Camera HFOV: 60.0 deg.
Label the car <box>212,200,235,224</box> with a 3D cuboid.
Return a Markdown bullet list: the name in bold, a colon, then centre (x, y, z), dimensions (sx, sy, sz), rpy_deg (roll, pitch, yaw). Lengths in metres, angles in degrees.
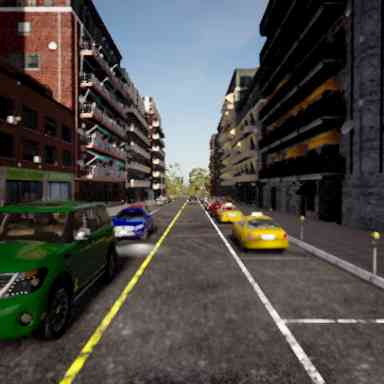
- **car**: centre (2.756, 1.558, 25.015), dimensions (1.752, 1.417, 4.829), rpy_deg (-1, 0, 0)

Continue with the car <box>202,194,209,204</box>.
- **car**: centre (2.808, 1.499, 46.942), dimensions (1.967, 1.590, 4.097), rpy_deg (-1, 0, 0)

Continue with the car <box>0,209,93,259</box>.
- **car**: centre (-5.667, 1.537, 13.605), dimensions (1.752, 1.417, 4.829), rpy_deg (-1, 0, 0)

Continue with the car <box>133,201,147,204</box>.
- **car**: centre (-5.601, 1.621, 35.871), dimensions (1.802, 1.307, 4.206), rpy_deg (-1, 0, 0)

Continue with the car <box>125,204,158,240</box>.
- **car**: centre (-3.040, 1.544, 17.135), dimensions (1.812, 1.442, 4.674), rpy_deg (0, 0, 0)

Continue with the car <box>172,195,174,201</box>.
- **car**: centre (-5.508, 1.394, 69.015), dimensions (2.192, 1.841, 5.009), rpy_deg (-1, 0, 0)

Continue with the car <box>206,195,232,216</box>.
- **car**: centre (2.763, 1.354, 30.369), dimensions (2.192, 1.841, 5.009), rpy_deg (-1, 0, 0)

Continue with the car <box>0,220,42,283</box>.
- **car**: centre (-5.683, 1.571, 8.251), dimensions (1.947, 1.339, 4.313), rpy_deg (-1, 0, 0)

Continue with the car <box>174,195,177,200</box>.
- **car**: centre (-5.455, 1.650, 85.587), dimensions (2.008, 1.369, 4.403), rpy_deg (-1, 0, 0)

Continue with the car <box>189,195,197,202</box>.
- **car**: centre (0.222, 1.466, 76.456), dimensions (1.837, 1.490, 4.892), rpy_deg (0, 0, 0)

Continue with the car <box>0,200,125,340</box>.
- **car**: centre (-3.084, 1.228, 6.898), dimensions (2.150, 2.045, 5.566), rpy_deg (0, 0, 0)

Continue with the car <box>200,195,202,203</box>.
- **car**: centre (2.843, 1.623, 57.990), dimensions (2.008, 1.369, 4.403), rpy_deg (-1, 0, 0)

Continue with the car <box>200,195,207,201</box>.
- **car**: centre (2.925, 1.631, 85.781), dimensions (1.752, 1.417, 4.829), rpy_deg (-1, 0, 0)

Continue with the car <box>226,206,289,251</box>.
- **car**: centre (2.680, 1.544, 13.967), dimensions (1.752, 1.417, 4.829), rpy_deg (-1, 0, 0)

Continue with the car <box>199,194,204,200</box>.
- **car**: centre (2.860, 1.645, 63.514), dimensions (1.947, 1.339, 4.313), rpy_deg (-1, 0, 0)

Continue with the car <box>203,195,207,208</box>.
- **car**: centre (2.792, 1.492, 41.417), dimensions (1.967, 1.590, 4.097), rpy_deg (-1, 0, 0)

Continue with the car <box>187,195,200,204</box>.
- **car**: centre (0.191, 1.583, 66.038), dimensions (1.837, 1.490, 4.892), rpy_deg (0, 0, 0)

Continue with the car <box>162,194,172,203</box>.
- **car**: centre (-5.520, 1.623, 63.491), dimensions (2.008, 1.369, 4.403), rpy_deg (-1, 0, 0)

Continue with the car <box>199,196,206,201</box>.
- **car**: centre (2.941, 1.694, 91.135), dimensions (1.802, 1.307, 4.206), rpy_deg (-1, 0, 0)

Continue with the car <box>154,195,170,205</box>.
- **car**: centre (-5.536, 1.617, 57.968), dimensions (2.008, 1.369, 4.403), rpy_deg (-1, 0, 0)
